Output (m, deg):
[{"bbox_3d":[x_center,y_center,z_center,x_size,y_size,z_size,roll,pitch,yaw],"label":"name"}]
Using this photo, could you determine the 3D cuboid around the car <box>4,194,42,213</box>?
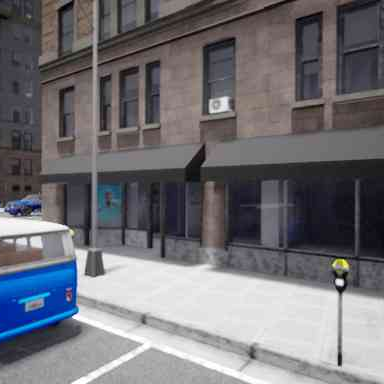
[{"bbox_3d":[-14.362,1.166,31.098,2.150,2.045,5.566,0,0,35],"label":"car"}]

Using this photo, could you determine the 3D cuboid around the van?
[{"bbox_3d":[-3.698,1.331,5.710,3.998,1.788,1.690,0,0,35],"label":"van"}]
